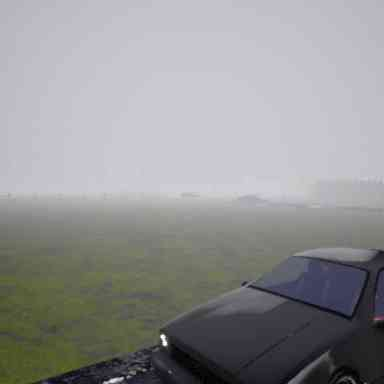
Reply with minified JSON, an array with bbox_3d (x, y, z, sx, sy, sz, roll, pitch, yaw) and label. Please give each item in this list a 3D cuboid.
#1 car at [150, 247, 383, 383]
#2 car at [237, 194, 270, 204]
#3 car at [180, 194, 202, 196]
[{"bbox_3d":[2.152,1.544,4.606,5.357,1.411,2.033,0,0,-35],"label":"car"},{"bbox_3d":[9.059,1.051,49.941,2.033,1.411,5.357,-1,1,-36],"label":"car"},{"bbox_3d":[-0.263,0.512,63.062,2.033,1.411,5.357,-1,1,-36],"label":"car"}]
